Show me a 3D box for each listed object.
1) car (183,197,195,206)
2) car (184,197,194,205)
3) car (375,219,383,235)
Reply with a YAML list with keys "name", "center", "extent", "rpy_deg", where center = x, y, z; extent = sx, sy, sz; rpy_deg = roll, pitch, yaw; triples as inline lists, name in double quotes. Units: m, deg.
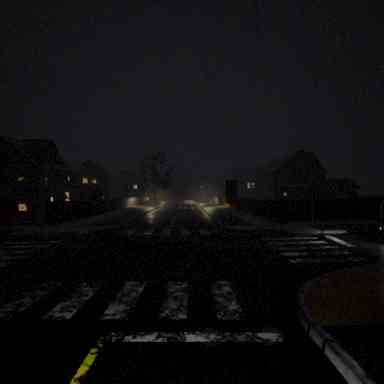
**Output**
- name: "car"
  center: [-0.529, 1.713, 56.834]
  extent: [1.812, 1.442, 4.674]
  rpy_deg: [0, 0, -1]
- name: "car"
  center: [-0.686, 1.748, 66.862]
  extent: [1.882, 1.535, 5.008]
  rpy_deg: [0, -1, -2]
- name: "car"
  center: [10.586, 1.283, 14.424]
  extent: [4.892, 1.490, 1.837]
  rpy_deg: [-1, 2, -1]
